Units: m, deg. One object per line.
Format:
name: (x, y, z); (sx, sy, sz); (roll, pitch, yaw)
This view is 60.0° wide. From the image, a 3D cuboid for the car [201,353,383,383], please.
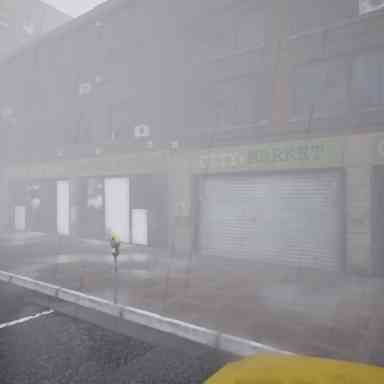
car: (1.980, 1.525, 1.470); (4.829, 1.417, 1.752); (0, 0, 36)
